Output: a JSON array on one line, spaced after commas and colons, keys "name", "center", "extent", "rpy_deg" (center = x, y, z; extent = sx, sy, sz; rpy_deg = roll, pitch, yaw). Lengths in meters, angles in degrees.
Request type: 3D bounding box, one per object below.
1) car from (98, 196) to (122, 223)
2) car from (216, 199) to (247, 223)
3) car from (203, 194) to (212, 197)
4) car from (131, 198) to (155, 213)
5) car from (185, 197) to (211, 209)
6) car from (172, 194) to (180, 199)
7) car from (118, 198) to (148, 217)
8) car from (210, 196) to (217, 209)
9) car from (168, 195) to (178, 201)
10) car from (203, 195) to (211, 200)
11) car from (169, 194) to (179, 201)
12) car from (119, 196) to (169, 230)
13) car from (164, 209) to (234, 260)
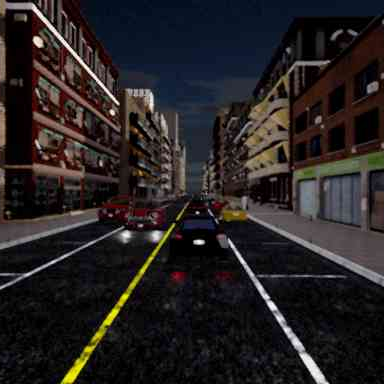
[{"name": "car", "center": [-5.380, 1.243, 24.670], "extent": [2.192, 1.841, 5.009], "rpy_deg": [0, 0, 1]}, {"name": "car", "center": [3.000, 1.478, 24.728], "extent": [1.752, 1.417, 4.829], "rpy_deg": [0, 0, 1]}, {"name": "car", "center": [3.437, 1.426, 58.372], "extent": [2.008, 1.369, 4.403], "rpy_deg": [0, 0, 1]}, {"name": "car", "center": [-5.235, 1.447, 35.943], "extent": [1.887, 1.381, 4.507], "rpy_deg": [0, 0, 1]}, {"name": "car", "center": [0.468, 1.440, 29.321], "extent": [1.837, 1.490, 4.892], "rpy_deg": [0, 0, 1]}, {"name": "car", "center": [-4.504, 1.312, 92.300], "extent": [1.887, 1.381, 4.507], "rpy_deg": [0, 0, 1]}, {"name": "car", "center": [-5.308, 1.355, 30.306], "extent": [1.967, 1.590, 4.097], "rpy_deg": [0, 0, 1]}, {"name": "car", "center": [3.144, 1.472, 35.830], "extent": [1.887, 1.381, 4.507], "rpy_deg": [0, 0, 1]}, {"name": "car", "center": [-4.651, 1.346, 81.028], "extent": [2.008, 1.369, 4.403], "rpy_deg": [0, 0, 1]}, {"name": "car", "center": [3.802, 1.372, 86.551], "extent": [1.947, 1.339, 4.313], "rpy_deg": [0, 0, 1]}, {"name": "car", "center": [-4.724, 1.360, 75.392], "extent": [2.008, 1.369, 4.403], "rpy_deg": [0, 0, 1]}, {"name": "car", "center": [-2.834, 1.297, 20.789], "extent": [2.097, 1.767, 4.553], "rpy_deg": [0, 0, 1]}, {"name": "car", "center": [0.249, 1.537, 12.394], "extent": [1.994, 1.385, 4.181], "rpy_deg": [0, 0, 1]}]
